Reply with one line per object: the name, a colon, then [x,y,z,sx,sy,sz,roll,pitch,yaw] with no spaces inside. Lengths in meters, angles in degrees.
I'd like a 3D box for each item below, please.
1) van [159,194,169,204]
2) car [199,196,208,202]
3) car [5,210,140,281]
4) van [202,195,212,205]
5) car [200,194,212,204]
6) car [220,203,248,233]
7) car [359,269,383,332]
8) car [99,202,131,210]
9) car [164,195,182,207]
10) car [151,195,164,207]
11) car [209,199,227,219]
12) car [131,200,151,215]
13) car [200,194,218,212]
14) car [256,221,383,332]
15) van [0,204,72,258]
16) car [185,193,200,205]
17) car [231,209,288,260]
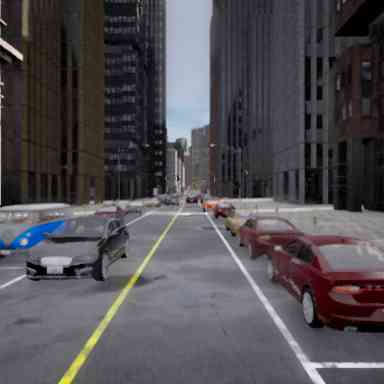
van: [-5.758,1.387,67.655,1.690,1.788,3.998,0,0,0]
car: [2.772,1.602,78.692,1.887,1.381,4.507,0,0,0]
car: [-3.088,1.498,9.959,2.128,1.511,4.902,0,0,0]
van: [2.772,1.383,62.115,1.690,1.788,3.998,0,0,0]
car: [2.772,1.362,67.641,2.192,1.841,5.009,0,0,0]
car: [2.776,1.537,18.082,1.752,1.417,4.829,0,0,0]
car: [2.777,1.546,1.336,1.887,1.381,4.507,0,0,0]
car: [-5.771,1.596,23.455,1.802,1.307,4.206,0,0,0]
car: [-3.048,1.599,52.988,1.994,1.385,4.181,0,0,0]
car: [-5.762,1.559,50.910,1.752,1.417,4.829,0,0,0]
car: [2.775,1.563,28.963,1.887,1.381,4.507,0,0,0]
car: [-5.767,1.573,34.505,2.008,1.369,4.403,0,0,0]
car: [2.394,1.379,39.925,2.097,1.767,4.553,0,0,0]
car: [2.777,1.549,6.861,1.887,1.381,4.507,0,0,0]
van: [-5.775,1.348,12.405,1.690,1.788,3.998,0,0,0]
car: [0.011,1.371,58.889,1.882,1.535,5.008,0,0,0]
car: [2.776,1.552,12.387,1.887,1.381,4.507,0,0,0]
